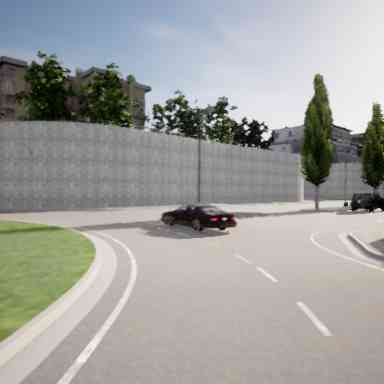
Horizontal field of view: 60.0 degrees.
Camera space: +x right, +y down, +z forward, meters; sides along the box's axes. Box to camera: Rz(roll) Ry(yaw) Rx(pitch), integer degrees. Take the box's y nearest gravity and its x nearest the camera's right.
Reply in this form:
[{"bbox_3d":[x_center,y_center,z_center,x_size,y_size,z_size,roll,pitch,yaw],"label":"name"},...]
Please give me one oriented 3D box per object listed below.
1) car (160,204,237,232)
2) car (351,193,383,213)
[{"bbox_3d":[0.222,1.386,18.984,2.033,1.411,5.357,0,1,-35],"label":"car"},{"bbox_3d":[19.690,1.142,36.998,5.566,2.045,2.150,0,1,-42],"label":"car"}]
